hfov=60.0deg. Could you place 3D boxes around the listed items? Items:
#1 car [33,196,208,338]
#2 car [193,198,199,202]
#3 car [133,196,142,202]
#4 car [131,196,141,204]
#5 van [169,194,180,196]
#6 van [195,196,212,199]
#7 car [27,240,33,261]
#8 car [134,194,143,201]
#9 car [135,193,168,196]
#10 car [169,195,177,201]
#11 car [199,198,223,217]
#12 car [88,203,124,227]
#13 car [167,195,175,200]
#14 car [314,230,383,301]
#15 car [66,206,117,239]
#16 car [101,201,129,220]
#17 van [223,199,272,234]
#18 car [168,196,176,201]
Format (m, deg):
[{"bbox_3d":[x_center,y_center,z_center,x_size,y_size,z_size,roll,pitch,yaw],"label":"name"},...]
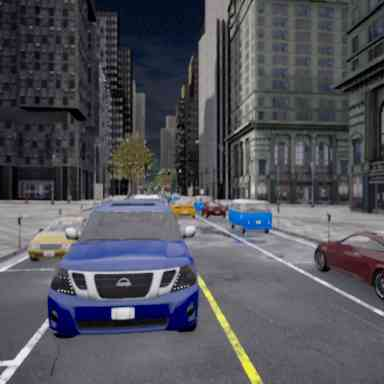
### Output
[{"bbox_3d":[-1.230,1.223,7.060,2.150,2.045,5.566,0,0,-7],"label":"car"},{"bbox_3d":[-0.855,1.483,30.029,1.882,1.535,5.008,0,0,-6],"label":"car"},{"bbox_3d":[-12.560,1.587,77.276,1.887,1.381,4.507,0,0,-7],"label":"car"},{"bbox_3d":[-11.252,1.557,66.605,1.752,1.417,4.829,0,0,-7],"label":"car"},{"bbox_3d":[-3.465,1.377,73.175,1.690,1.788,3.998,0,0,-7],"label":"van"},{"bbox_3d":[1.194,1.348,35.477,1.690,1.788,3.998,0,0,-7],"label":"van"},{"bbox_3d":[-4.574,1.527,12.346,1.752,1.417,4.829,0,0,-7],"label":"car"},{"bbox_3d":[-13.206,1.364,82.525,2.192,1.841,5.009,0,0,-7],"label":"car"},{"bbox_3d":[-2.828,1.225,20.864,2.150,2.045,5.566,0,0,-7],"label":"car"},{"bbox_3d":[-4.789,1.594,83.920,1.887,1.381,4.507,0,0,-7],"label":"car"},{"bbox_3d":[1.868,1.550,29.993,1.887,1.381,4.507,0,0,-7],"label":"car"},{"bbox_3d":[-5.948,1.549,23.482,1.887,1.381,4.507,0,0,-7],"label":"car"},{"bbox_3d":[-6.113,1.615,94.665,2.008,1.369,4.403,0,0,-7],"label":"car"},{"bbox_3d":[4.566,1.583,8.059,1.802,1.307,4.206,0,0,-7],"label":"car"},{"bbox_3d":[-5.271,1.548,17.998,1.887,1.381,4.507,0,0,-7],"label":"car"},{"bbox_3d":[-6.625,1.550,28.965,1.887,1.381,4.507,0,0,-7],"label":"car"},{"bbox_3d":[3.218,1.344,19.027,1.690,1.788,3.998,0,0,-7],"label":"van"},{"bbox_3d":[-5.451,1.638,89.293,1.802,1.307,4.206,0,0,-7],"label":"car"}]
